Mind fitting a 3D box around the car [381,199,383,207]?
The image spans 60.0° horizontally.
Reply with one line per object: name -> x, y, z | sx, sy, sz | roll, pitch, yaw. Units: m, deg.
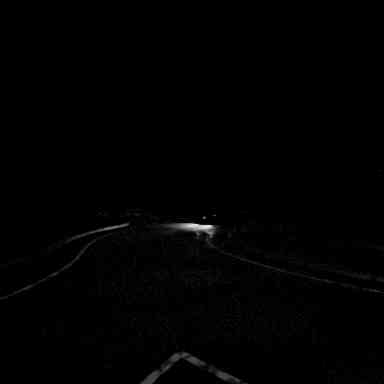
car -> 40.476, 2.671, 76.079 | 5.366, 1.575, 1.946 | 0, -2, 43

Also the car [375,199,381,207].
car -> 36.711, 2.209, 71.788 | 5.566, 2.045, 2.435 | 0, -1, 43

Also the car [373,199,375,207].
car -> 34.779, 2.371, 69.762 | 4.892, 1.521, 2.231 | 0, -1, 43

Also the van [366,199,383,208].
van -> 44.449, 2.682, 79.836 | 4.442, 1.987, 1.878 | 0, -2, 43

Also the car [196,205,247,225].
car -> 2.242, 1.630, 24.424 | 1.994, 1.385, 4.181 | 0, -1, 44

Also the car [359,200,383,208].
car -> 42.304, 2.781, 78.010 | 5.366, 1.575, 1.946 | 0, -2, 43

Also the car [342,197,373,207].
car -> 32.976, 2.036, 67.806 | 5.566, 2.045, 2.435 | 0, -1, 43
